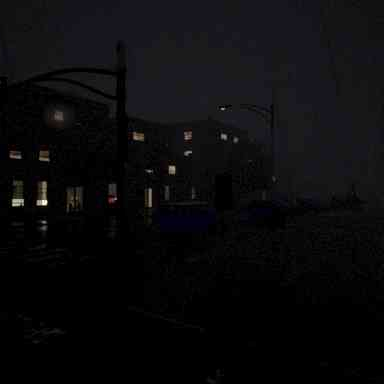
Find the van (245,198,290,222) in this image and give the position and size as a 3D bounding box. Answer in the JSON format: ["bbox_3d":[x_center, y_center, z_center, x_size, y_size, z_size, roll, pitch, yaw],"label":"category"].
[{"bbox_3d":[6.149,1.436,26.733,1.690,1.788,3.998,0,0,35],"label":"van"}]

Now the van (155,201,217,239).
[{"bbox_3d":[-0.181,1.407,17.684,1.690,1.788,3.998,0,0,35],"label":"van"}]

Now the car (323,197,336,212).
[{"bbox_3d":[15.742,1.671,40.446,1.752,1.417,4.829,0,0,35],"label":"car"}]

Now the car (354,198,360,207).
[{"bbox_3d":[25.142,1.516,53.880,2.192,1.841,5.009,0,0,35],"label":"car"}]

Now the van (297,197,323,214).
[{"bbox_3d":[12.480,1.469,35.781,1.690,1.788,3.998,0,0,35],"label":"van"}]

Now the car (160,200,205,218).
[{"bbox_3d":[-0.805,1.558,31.412,1.752,1.417,4.829,0,0,35],"label":"car"}]

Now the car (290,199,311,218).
[{"bbox_3d":[9.313,1.655,31.256,1.887,1.381,4.507,0,0,35],"label":"car"}]

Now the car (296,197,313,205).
[{"bbox_3d":[21.450,1.705,63.222,1.887,1.381,4.507,0,0,35],"label":"car"}]

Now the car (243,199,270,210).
[{"bbox_3d":[8.788,1.629,45.125,1.887,1.381,4.507,0,0,35],"label":"car"}]

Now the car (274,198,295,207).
[{"bbox_3d":[15.119,1.665,54.173,1.887,1.381,4.507,0,0,35],"label":"car"}]

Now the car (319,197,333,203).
[{"bbox_3d":[30.945,1.792,76.795,1.947,1.339,4.313,0,0,35],"label":"car"}]

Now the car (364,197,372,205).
[{"bbox_3d":[34.637,1.810,67.452,1.887,1.381,4.507,0,0,35],"label":"car"}]

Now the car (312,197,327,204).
[{"bbox_3d":[27.682,1.728,72.131,1.752,1.417,4.829,0,0,35],"label":"car"}]

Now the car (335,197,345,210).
[{"bbox_3d":[18.809,1.729,44.830,1.947,1.339,4.313,0,0,35],"label":"car"}]

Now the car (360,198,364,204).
[{"bbox_3d":[28.404,1.748,58.543,1.752,1.417,4.829,0,0,35],"label":"car"}]

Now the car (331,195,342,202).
[{"bbox_3d":[37.276,1.712,85.844,1.967,1.590,4.097,0,0,35],"label":"car"}]

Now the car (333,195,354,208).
[{"bbox_3d":[21.977,1.497,49.355,2.192,1.841,5.009,0,0,35],"label":"car"}]

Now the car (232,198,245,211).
[{"bbox_3d":[5.624,1.506,40.601,1.967,1.590,4.097,0,0,35],"label":"car"}]

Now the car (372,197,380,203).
[{"bbox_3d":[44.133,1.899,81.026,1.947,1.339,4.313,0,0,35],"label":"car"}]
